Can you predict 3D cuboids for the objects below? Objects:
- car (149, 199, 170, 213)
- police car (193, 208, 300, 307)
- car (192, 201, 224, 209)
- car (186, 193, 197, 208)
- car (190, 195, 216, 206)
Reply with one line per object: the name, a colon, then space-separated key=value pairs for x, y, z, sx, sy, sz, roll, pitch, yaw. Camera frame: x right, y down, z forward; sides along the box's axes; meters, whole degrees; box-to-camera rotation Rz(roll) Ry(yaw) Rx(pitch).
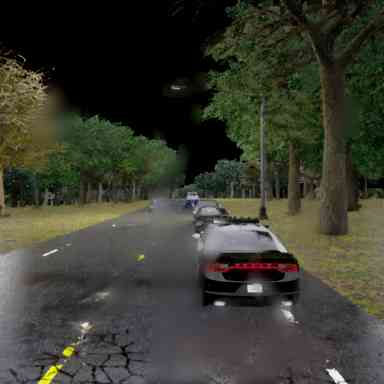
car: x=-3.439 y=1.458 z=35.850 sx=1.812 sy=1.442 sz=4.674 roll=0 pitch=0 yaw=0
police car: x=1.064 y=1.425 z=8.199 sx=1.930 sy=1.638 sz=5.238 roll=0 pitch=0 yaw=0
car: x=1.080 y=1.465 z=18.091 sx=1.882 sy=1.535 sz=5.008 roll=0 pitch=0 yaw=0
car: x=0.119 y=1.358 z=46.876 sx=1.882 sy=1.535 sz=5.008 roll=0 pitch=0 yaw=1
car: x=1.089 y=1.324 z=24.063 sx=2.097 sy=1.767 sz=4.553 roll=0 pitch=0 yaw=0
